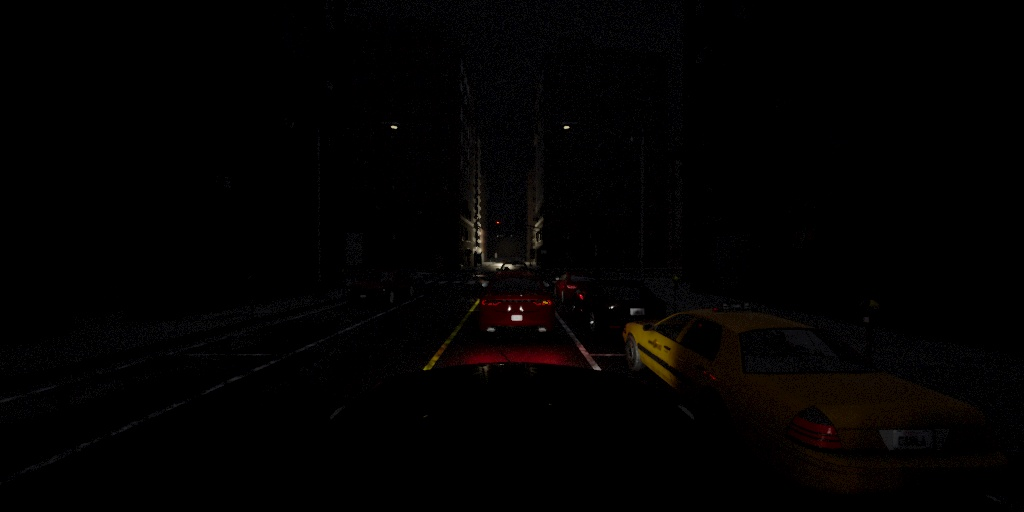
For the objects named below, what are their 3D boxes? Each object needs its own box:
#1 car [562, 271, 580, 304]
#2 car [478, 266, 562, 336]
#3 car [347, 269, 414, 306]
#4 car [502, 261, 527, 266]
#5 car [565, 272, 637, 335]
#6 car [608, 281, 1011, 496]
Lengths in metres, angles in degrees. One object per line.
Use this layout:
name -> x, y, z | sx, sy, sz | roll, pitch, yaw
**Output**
car -> 2.895, 1.327, 15.872 | 1.802, 1.307, 4.207 | 0, 0, 0
car -> 0.109, 1.225, 10.466 | 1.882, 1.535, 5.008 | 0, 0, 0
car -> -5.651, 1.291, 15.883 | 1.888, 1.381, 4.507 | 0, 0, 0
car -> 0.125, 1.096, 20.795 | 2.097, 1.767, 4.553 | 0, 0, 0
car -> 2.885, 1.313, 10.286 | 1.948, 1.339, 4.313 | 0, 0, 0
car -> 2.876, 1.274, 4.870 | 1.751, 1.417, 4.829 | 0, 0, 0
